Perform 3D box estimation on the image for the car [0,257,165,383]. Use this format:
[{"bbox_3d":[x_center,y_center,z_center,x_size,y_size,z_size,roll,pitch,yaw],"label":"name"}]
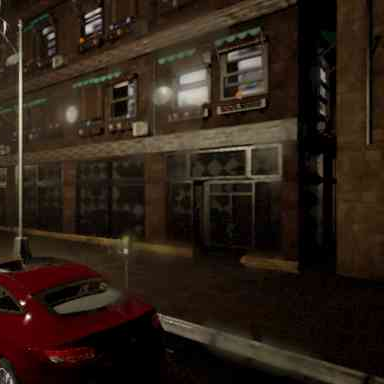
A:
[{"bbox_3d":[-2.251,1.566,4.479,4.206,1.307,1.802,0,0,35],"label":"car"}]
